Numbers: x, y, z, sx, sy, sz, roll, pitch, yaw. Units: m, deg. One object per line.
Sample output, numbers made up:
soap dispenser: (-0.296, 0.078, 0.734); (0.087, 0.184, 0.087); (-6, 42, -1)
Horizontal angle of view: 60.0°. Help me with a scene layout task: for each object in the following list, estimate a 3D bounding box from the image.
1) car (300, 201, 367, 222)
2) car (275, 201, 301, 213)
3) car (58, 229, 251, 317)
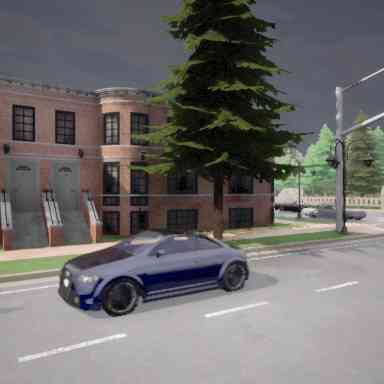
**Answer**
car: (11.425, 1.600, 26.734); (1.895, 1.301, 4.718); (0, 0, -30)
car: (10.937, 1.601, 34.565); (1.895, 1.301, 4.718); (0, 0, -30)
car: (-0.721, 1.564, 7.457); (4.181, 1.385, 1.994); (0, 0, -32)
